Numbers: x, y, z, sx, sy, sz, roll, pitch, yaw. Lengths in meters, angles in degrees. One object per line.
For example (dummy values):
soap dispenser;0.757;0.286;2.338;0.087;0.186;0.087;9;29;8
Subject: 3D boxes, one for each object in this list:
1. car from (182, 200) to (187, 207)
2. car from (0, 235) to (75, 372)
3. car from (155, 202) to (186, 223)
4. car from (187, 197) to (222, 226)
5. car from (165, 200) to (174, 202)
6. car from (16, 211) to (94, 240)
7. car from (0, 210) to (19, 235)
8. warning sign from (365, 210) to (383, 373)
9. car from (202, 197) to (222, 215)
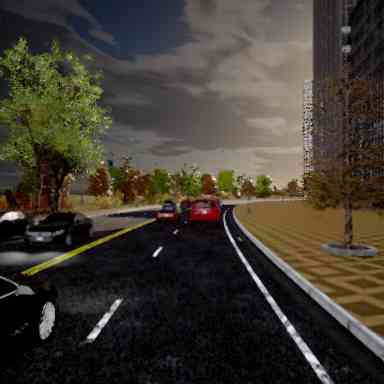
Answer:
car;-1.014;2.179;63.153;1.882;1.535;5.008;0;-1;10
car;-3.096;1.539;3.543;1.837;1.490;4.892;0;0;1
car;-1.937;1.886;29.193;1.994;1.385;4.181;0;-1;5
car;1.094;1.517;26.073;2.150;2.045;5.566;0;0;5
car;-4.281;2.220;63.340;1.812;1.442;4.674;0;-1;10
car;-6.161;1.691;16.039;1.812;1.442;4.674;0;-1;3
car;-9.421;1.649;15.978;2.128;1.511;4.902;0;-1;3
warning sign;2.867;1.165;3.739;1.300;1.860;1.060;0;0;1
car;2.619;1.704;42.381;2.150;2.045;5.566;0;0;7
